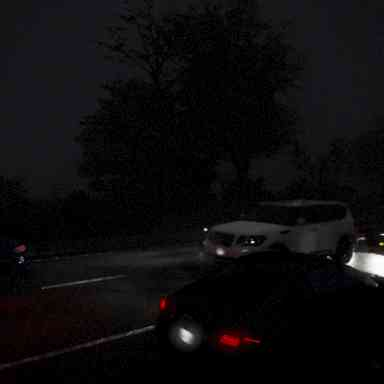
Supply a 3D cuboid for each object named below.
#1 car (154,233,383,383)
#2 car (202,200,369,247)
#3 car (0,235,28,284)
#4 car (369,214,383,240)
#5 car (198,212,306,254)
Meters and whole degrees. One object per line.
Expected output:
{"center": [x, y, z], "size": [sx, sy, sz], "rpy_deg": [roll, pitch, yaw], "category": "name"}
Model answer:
{"center": [1.560, 1.586, 4.887], "size": [4.181, 1.385, 1.994], "rpy_deg": [0, 0, -36], "category": "car"}
{"center": [2.988, 1.269, 10.441], "size": [5.566, 2.045, 2.150], "rpy_deg": [1, 0, -36], "category": "car"}
{"center": [-6.330, 1.565, 8.085], "size": [4.181, 1.385, 1.994], "rpy_deg": [0, 0, -36], "category": "car"}
{"center": [8.273, 1.643, 14.225], "size": [4.181, 1.385, 1.994], "rpy_deg": [0, 0, -37], "category": "car"}
{"center": [2.737, 1.659, 14.562], "size": [4.718, 1.301, 1.895], "rpy_deg": [0, 0, -36], "category": "car"}
